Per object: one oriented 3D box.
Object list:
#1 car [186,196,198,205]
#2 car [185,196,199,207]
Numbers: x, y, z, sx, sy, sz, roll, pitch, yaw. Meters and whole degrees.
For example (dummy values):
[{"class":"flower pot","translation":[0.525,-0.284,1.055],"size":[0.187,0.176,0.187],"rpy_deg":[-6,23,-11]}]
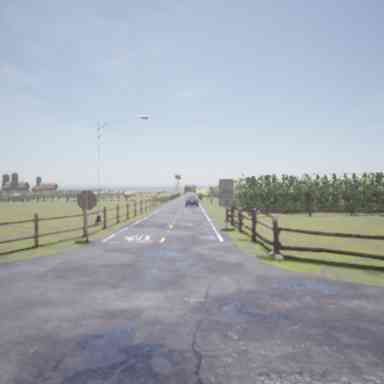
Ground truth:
[{"class":"car","translation":[-0.009,1.544,61.161],"size":[2.033,1.411,5.357],"rpy_deg":[-1,0,0]},{"class":"car","translation":[-0.011,1.353,51.125],"size":[2.097,1.767,4.553],"rpy_deg":[-1,0,0]}]
